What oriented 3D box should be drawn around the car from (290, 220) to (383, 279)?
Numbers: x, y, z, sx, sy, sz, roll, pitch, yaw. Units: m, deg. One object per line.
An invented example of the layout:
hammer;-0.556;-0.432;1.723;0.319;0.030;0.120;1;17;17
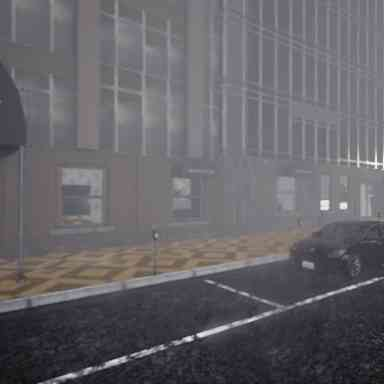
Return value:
car;4.831;1.537;9.998;4.313;1.339;1.947;0;1;-35
